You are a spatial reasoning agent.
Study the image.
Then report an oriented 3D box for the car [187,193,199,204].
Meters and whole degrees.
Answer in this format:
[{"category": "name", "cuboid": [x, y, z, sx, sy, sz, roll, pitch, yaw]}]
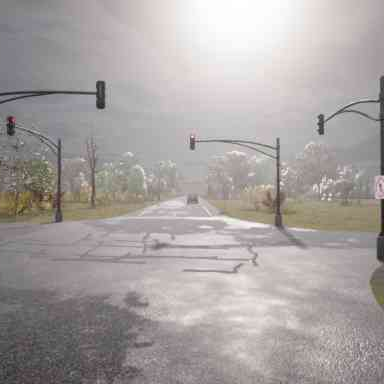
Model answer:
[{"category": "car", "cuboid": [0.156, 1.293, 67.658, 2.150, 2.045, 5.566, 0, 0, 0]}]
